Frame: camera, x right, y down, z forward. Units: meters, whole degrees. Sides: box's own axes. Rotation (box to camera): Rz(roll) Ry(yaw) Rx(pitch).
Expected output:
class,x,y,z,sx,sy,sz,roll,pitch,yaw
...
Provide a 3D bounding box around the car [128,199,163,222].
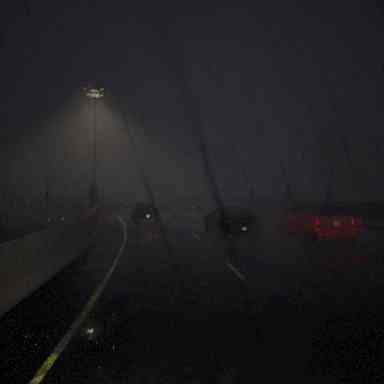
class,x,y,z,sx,sy,sz,roll,pitch,yaw
car,-3.745,1.474,26.097,1.837,1.490,4.892,0,0,-15

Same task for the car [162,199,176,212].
class,x,y,z,sx,sy,sz,roll,pitch,yaw
car,-3.976,1.501,37.993,2.033,1.411,5.357,0,0,-22

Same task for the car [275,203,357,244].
class,x,y,z,sx,sy,sz,roll,pitch,yaw
car,5.608,1.314,15.699,2.097,1.767,4.553,0,0,-8

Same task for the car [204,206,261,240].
class,x,y,z,sx,sy,sz,roll,pitch,yaw
car,1.893,1.447,16.991,1.882,1.535,5.008,0,0,-9

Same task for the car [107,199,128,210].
class,x,y,z,sx,sy,sz,roll,pitch,yaw
car,-9.408,1.563,41.688,1.895,1.301,4.718,0,0,-24

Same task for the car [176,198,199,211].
class,x,y,z,sx,sy,sz,roll,pitch,yaw
car,-0.746,1.448,39.126,1.837,1.490,4.892,0,0,-21
